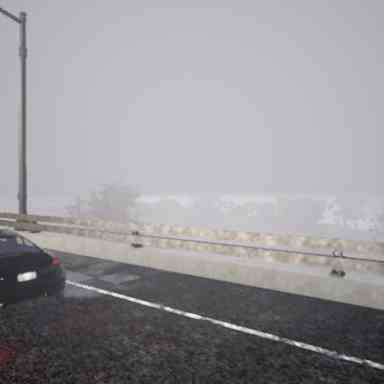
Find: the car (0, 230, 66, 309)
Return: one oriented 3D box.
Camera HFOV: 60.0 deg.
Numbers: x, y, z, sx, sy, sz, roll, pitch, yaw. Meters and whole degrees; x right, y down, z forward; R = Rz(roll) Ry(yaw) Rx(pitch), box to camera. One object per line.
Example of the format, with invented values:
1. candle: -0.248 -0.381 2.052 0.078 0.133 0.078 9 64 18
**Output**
1. car: -4.705 1.544 7.386 4.181 1.385 1.994 0 0 36
